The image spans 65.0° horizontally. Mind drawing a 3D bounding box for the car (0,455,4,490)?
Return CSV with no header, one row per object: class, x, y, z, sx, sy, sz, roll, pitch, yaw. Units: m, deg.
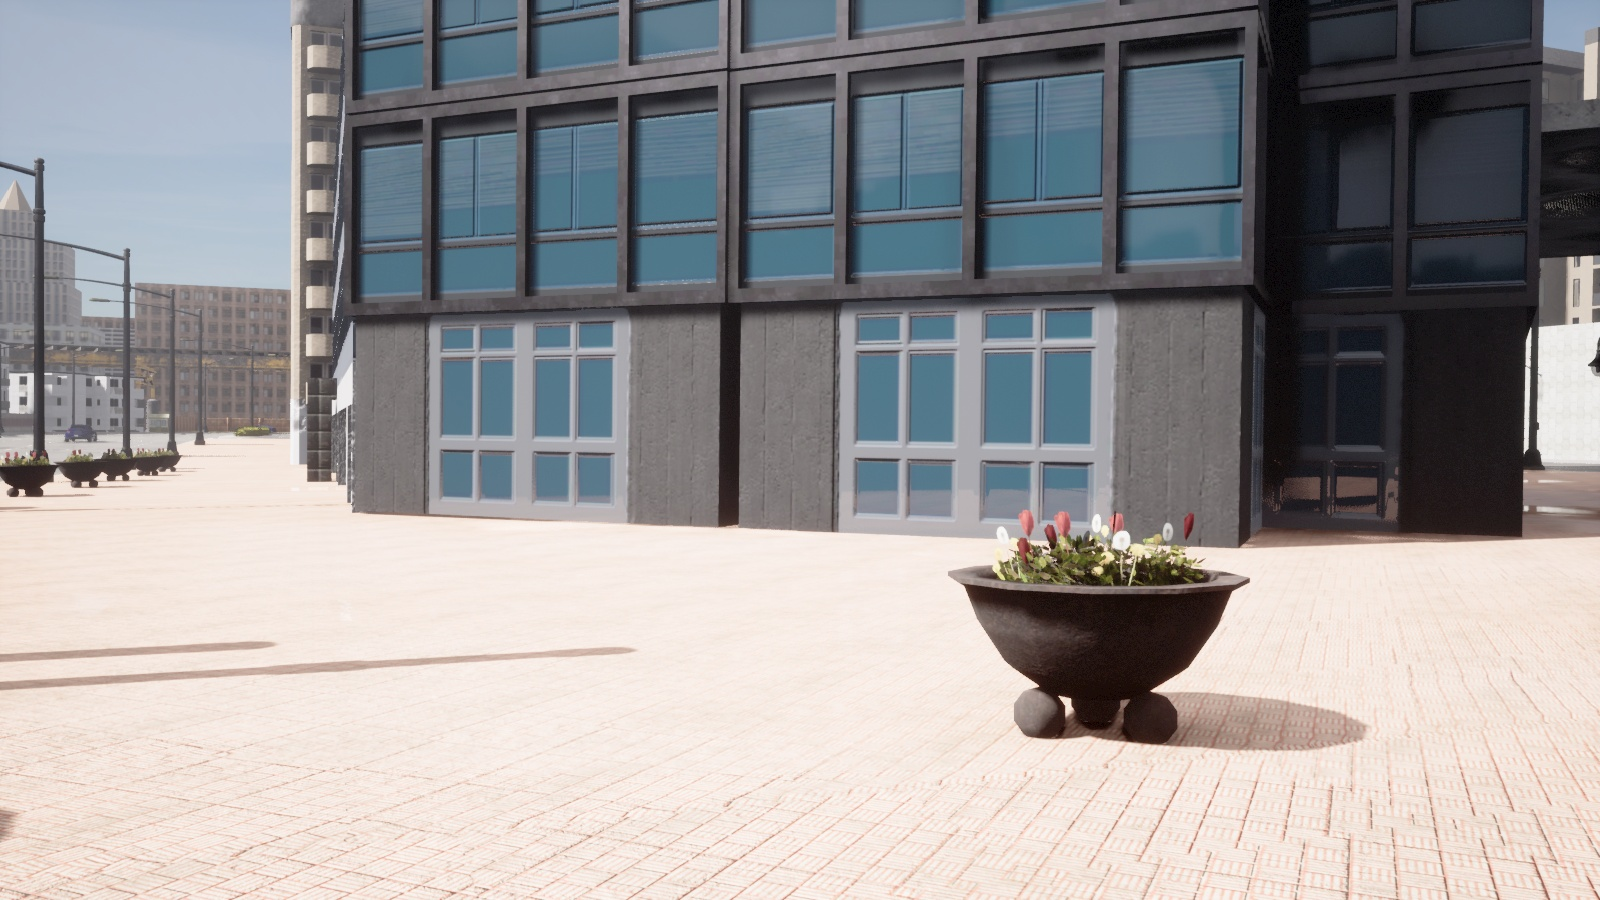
car,-36.820,1.063,55.425,1.801,1.575,5.366,-1,1,-21
